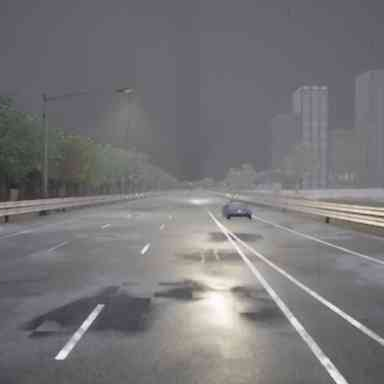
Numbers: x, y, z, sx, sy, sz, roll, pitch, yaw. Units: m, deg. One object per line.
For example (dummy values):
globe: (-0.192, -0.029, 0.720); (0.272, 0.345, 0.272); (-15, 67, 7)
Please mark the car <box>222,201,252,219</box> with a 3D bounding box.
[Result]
car: (3.510, 1.383, 26.572); (1.994, 1.385, 4.181); (0, 0, 0)
